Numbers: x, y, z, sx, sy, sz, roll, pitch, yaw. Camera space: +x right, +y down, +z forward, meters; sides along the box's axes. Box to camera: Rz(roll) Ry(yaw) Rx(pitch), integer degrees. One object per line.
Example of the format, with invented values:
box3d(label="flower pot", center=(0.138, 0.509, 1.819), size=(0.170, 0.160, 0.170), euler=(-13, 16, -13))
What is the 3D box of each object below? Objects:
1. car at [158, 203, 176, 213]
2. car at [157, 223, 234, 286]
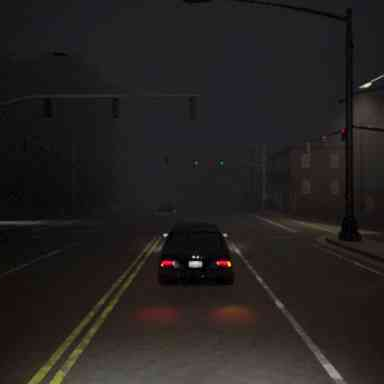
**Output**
box3d(label="car", center=(-3.516, 2.225, 45.472), size=(1.812, 1.442, 4.674), euler=(0, -5, 0))
box3d(label="car", center=(0.094, 1.594, 9.608), size=(2.033, 1.411, 5.357), euler=(0, 0, 0))
